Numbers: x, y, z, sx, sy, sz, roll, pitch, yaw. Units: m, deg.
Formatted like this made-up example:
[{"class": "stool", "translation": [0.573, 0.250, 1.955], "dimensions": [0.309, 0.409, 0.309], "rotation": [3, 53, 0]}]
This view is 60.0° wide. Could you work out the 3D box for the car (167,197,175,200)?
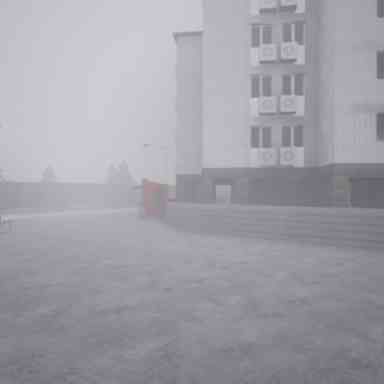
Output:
[{"class": "car", "translation": [-3.617, 1.393, 48.698], "dimensions": [2.033, 1.411, 5.357], "rotation": [0, 0, 36]}]
